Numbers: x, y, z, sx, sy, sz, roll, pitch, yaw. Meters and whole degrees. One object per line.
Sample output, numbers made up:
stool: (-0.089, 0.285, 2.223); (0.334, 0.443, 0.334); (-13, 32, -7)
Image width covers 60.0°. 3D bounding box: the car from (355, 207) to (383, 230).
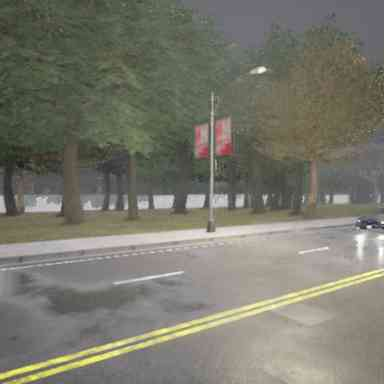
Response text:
car: (12.221, 1.602, 20.423); (5.357, 1.411, 2.033); (0, 0, -35)
